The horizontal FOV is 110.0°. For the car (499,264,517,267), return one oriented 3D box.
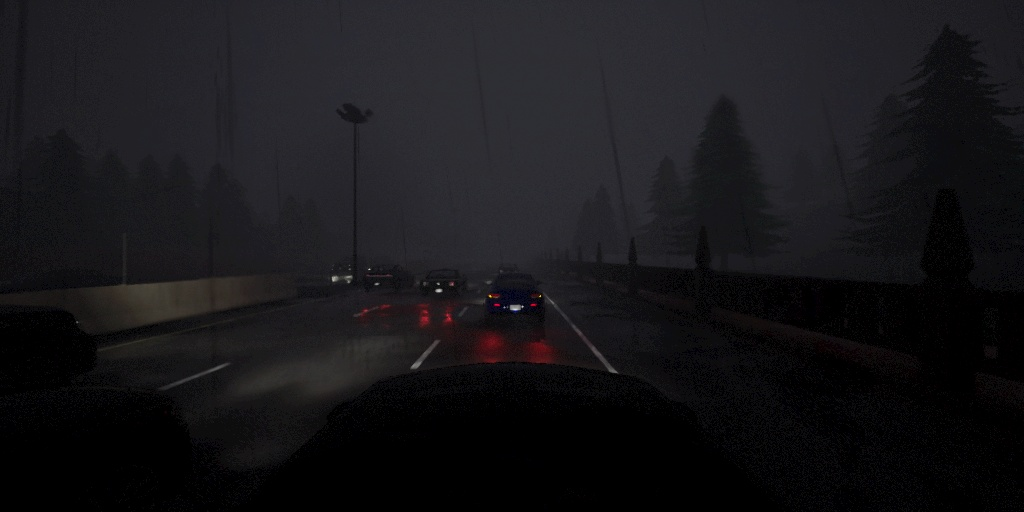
[{"bbox_3d":[-0.382,1.353,32.870,1.895,1.301,4.718,0,0,-2],"label":"car"}]

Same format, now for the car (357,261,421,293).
[{"bbox_3d":[-7.056,1.243,20.985,2.128,1.511,4.902,0,0,-1],"label":"car"}]

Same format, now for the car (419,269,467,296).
[{"bbox_3d":[-3.506,1.352,19.181,1.895,1.301,4.718,0,0,-1],"label":"car"}]

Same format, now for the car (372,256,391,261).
[{"bbox_3d":[-22.170,0.974,60.404,2.150,2.045,5.566,0,0,-1],"label":"car"}]

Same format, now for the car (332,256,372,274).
[{"bbox_3d":[-18.274,0.973,40.761,2.150,2.045,5.566,0,0,-1],"label":"car"}]

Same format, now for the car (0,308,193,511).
[{"bbox_3d":[-3.399,1.242,0.764,2.128,1.511,4.902,0,0,0],"label":"car"}]

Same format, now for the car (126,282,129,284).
[{"bbox_3d":[-21.144,1.298,16.492,2.033,1.411,5.357,0,0,-1],"label":"car"}]

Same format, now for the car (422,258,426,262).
[{"bbox_3d":[-15.075,1.354,55.065,1.895,1.301,4.718,0,0,-1],"label":"car"}]

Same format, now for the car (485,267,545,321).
[{"bbox_3d":[0.084,1.276,12.346,1.812,1.442,4.674,0,0,0],"label":"car"}]

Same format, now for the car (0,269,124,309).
[{"bbox_3d":[-6.899,0.971,2.574,2.150,2.045,5.566,0,0,0],"label":"car"}]
